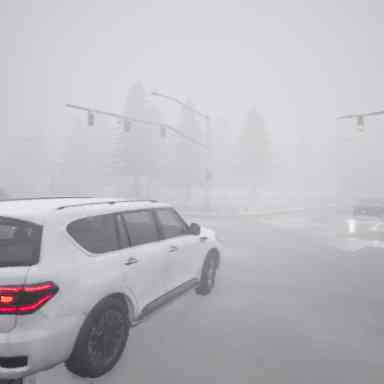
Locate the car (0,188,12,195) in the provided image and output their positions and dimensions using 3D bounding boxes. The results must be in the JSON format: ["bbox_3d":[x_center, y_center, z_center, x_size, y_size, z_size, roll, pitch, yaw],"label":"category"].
[{"bbox_3d":[-14.705,0.693,24.192,5.566,2.045,2.150,1,1,41],"label":"car"}]

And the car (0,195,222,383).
[{"bbox_3d":[-1.292,1.111,5.743,2.150,2.045,5.566,2,2,25],"label":"car"}]

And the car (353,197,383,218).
[{"bbox_3d":[14.324,1.152,26.237,1.882,1.535,5.008,1,1,43],"label":"car"}]
